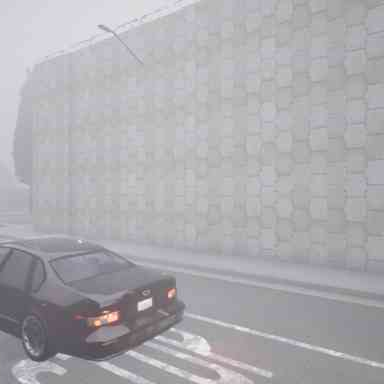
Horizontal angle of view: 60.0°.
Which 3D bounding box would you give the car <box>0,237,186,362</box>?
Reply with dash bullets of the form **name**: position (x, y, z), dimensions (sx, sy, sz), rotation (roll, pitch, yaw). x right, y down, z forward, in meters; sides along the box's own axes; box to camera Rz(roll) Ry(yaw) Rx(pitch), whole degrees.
- **car**: position (-2.676, 1.547, 5.890), dimensions (5.357, 1.411, 2.033), rotation (0, 0, 35)
